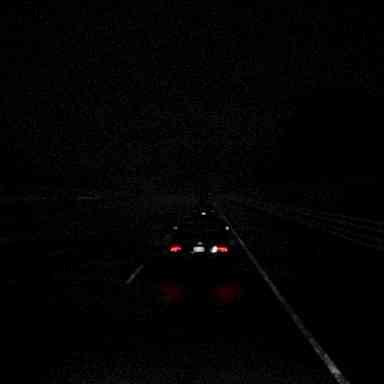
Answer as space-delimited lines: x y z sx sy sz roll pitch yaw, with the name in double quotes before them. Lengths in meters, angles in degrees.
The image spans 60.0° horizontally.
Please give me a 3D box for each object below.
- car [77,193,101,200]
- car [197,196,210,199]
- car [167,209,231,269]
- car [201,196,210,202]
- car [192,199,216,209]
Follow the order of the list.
"car" -15.563 1.132 50.478 2.150 2.045 5.566 0 0 3
"car" 2.151 1.462 54.748 1.837 1.490 4.892 0 0 2
"car" 0.286 1.535 11.149 2.033 1.411 5.357 0 0 2
"car" 3.134 1.530 77.754 1.895 1.301 4.718 0 0 2
"car" 0.923 1.533 26.042 1.994 1.385 4.181 0 0 2
